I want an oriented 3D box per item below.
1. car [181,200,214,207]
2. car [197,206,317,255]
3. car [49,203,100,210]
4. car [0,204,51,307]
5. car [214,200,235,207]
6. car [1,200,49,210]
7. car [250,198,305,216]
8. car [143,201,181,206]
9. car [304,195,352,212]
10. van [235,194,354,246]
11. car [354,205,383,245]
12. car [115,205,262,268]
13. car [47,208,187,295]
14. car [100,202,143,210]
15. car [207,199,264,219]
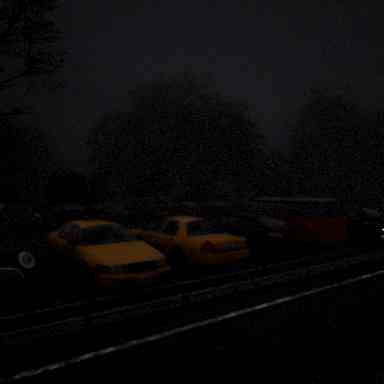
[{"bbox_3d":[-0.870,1.432,25.948,2.097,1.535,5.008,0,0,-36],"label":"car"},{"bbox_3d":[1.945,1.482,12.492,2.002,1.452,4.674,0,0,-36],"label":"car"},{"bbox_3d":[-7.847,1.445,20.927,2.097,1.535,5.008,0,0,-36],"label":"car"},{"bbox_3d":[-4.955,1.330,7.568,2.185,1.767,4.553,0,0,-36],"label":"car"},{"bbox_3d":[1.422,1.427,27.597,2.097,1.535,5.008,0,0,-36],"label":"car"},{"bbox_3d":[-10.159,1.324,19.307,2.185,1.767,4.553,0,0,-36],"label":"car"},{"bbox_3d":[8.288,1.413,32.558,2.231,1.521,4.892,0,0,-36],"label":"car"},{"bbox_3d":[-3.182,1.466,24.326,2.163,1.488,4.792,0,0,-36],"label":"car"},{"bbox_3d":[15.211,1.254,37.455,2.185,1.767,4.553,1,0,-36],"label":"car"},{"bbox_3d":[4.169,1.212,14.239,1.878,1.987,4.442,0,0,-36],"label":"van"},{"bbox_3d":[6.548,1.463,15.772,2.163,1.488,4.792,0,0,-36],"label":"car"},{"bbox_3d":[-0.458,1.443,10.995,1.946,1.575,5.366,0,0,-36],"label":"car"},{"bbox_3d":[-2.535,1.448,9.043,1.946,1.575,5.366,0,0,-36],"label":"car"},{"bbox_3d":[-5.560,1.441,22.584,2.097,1.535,5.008,0,0,-36],"label":"car"},{"bbox_3d":[3.713,1.424,29.248,2.231,1.521,4.892,0,0,-36],"label":"car"}]
